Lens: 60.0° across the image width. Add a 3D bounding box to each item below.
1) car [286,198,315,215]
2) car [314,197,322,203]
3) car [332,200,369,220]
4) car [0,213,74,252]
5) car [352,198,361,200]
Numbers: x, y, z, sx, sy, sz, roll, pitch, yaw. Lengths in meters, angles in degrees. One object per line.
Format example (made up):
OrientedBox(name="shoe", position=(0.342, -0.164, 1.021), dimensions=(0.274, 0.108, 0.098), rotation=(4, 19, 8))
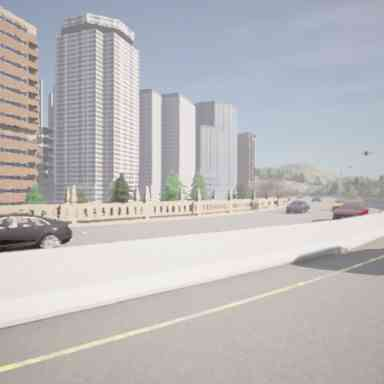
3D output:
OrientedBox(name="car", position=(12.057, 1.722, 37.583), dimensions=(1.837, 1.490, 4.892), rotation=(0, 0, 32))
OrientedBox(name="car", position=(28.703, 1.802, 76.420), dimensions=(1.994, 1.385, 4.181), rotation=(0, 0, 20))
OrientedBox(name="car", position=(12.697, 1.634, 26.429), dimensions=(1.882, 1.535, 5.008), rotation=(0, 0, 38))
OrientedBox(name="car", position=(-6.898, 1.552, 12.143), dimensions=(4.902, 1.511, 2.128), rotation=(0, 0, -37))
OrientedBox(name="car", position=(31.418, 1.849, 63.456), dimensions=(1.882, 1.535, 5.008), rotation=(0, 0, 20))
